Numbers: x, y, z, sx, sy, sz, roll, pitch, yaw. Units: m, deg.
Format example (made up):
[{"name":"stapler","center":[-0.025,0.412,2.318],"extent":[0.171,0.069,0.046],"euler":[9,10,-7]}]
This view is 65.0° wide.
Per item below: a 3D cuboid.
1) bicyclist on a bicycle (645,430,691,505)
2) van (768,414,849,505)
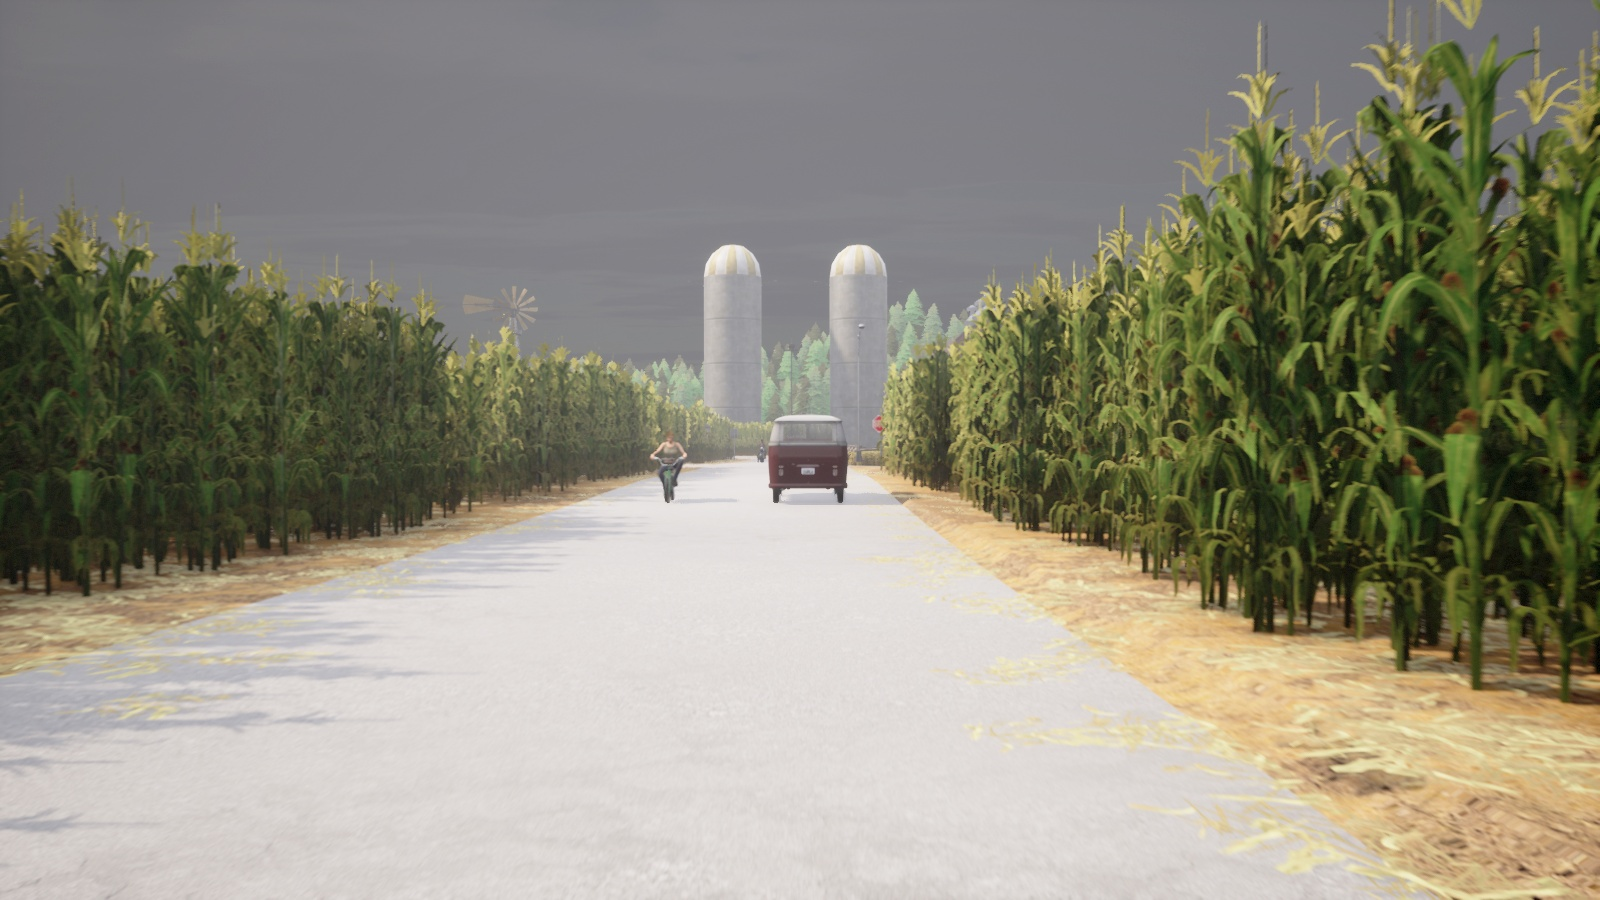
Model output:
[{"name":"bicyclist on a bicycle","center":[-2.928,0.366,28.061],"extent":[0.866,1.612,1.509],"euler":[0,1,0]},{"name":"van","center":[0.195,0.147,29.703],"extent":[1.775,1.987,4.442],"euler":[0,1,0]}]
